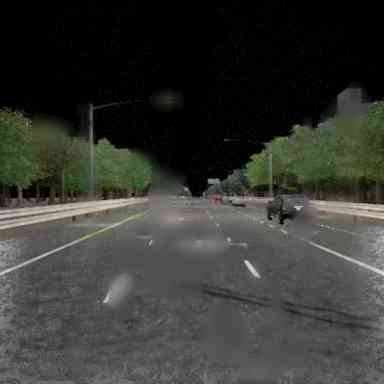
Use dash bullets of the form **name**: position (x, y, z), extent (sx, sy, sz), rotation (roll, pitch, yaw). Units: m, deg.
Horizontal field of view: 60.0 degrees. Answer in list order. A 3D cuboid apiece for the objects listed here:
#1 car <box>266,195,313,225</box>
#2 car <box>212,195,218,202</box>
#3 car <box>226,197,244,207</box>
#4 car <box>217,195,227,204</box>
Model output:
- **car**: position (7.004, 1.226, 24.427), extent (2.150, 2.045, 5.566), rotation (0, 0, 0)
- **car**: position (7.299, 1.715, 91.423), extent (2.150, 2.045, 5.566), rotation (0, -1, 0)
- **car**: position (7.059, 1.642, 52.611), extent (1.994, 1.385, 4.181), rotation (0, 0, 0)
- **car**: position (7.160, 1.762, 71.410), extent (2.128, 1.511, 4.902), rotation (0, -1, 0)
